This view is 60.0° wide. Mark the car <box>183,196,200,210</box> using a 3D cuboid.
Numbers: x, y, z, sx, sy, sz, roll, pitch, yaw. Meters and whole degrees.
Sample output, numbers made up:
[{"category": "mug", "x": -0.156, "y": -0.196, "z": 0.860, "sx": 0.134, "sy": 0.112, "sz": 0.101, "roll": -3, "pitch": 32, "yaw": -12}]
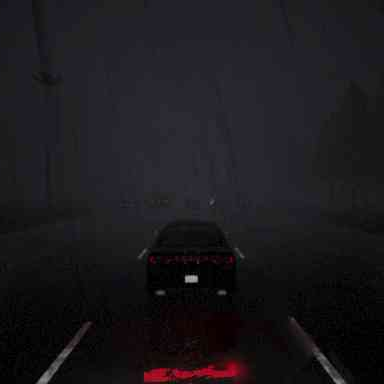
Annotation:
[{"category": "car", "x": -0.073, "y": 1.466, "z": 39.452, "sx": 1.994, "sy": 1.385, "sz": 4.181, "roll": 0, "pitch": 0, "yaw": 0}]

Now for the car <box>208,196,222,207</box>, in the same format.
[{"category": "car", "x": 3.404, "y": 1.404, "z": 49.293, "sx": 1.812, "sy": 1.442, "sz": 4.674, "roll": 0, "pitch": 0, "yaw": 0}]

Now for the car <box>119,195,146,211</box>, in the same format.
[{"category": "car", "x": -7.077, "y": 1.452, "z": 38.625, "sx": 2.033, "sy": 1.411, "sz": 5.357, "roll": 0, "pitch": 0, "yaw": 0}]

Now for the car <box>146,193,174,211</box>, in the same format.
[{"category": "car", "x": -3.577, "y": 1.125, "z": 38.694, "sx": 2.150, "sy": 2.045, "sz": 5.566, "roll": 0, "pitch": 0, "yaw": 0}]

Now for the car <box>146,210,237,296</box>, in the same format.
[{"category": "car", "x": -0.016, "y": 1.456, "z": 8.635, "sx": 1.882, "sy": 1.535, "sz": 5.008, "roll": 0, "pitch": 0, "yaw": 0}]

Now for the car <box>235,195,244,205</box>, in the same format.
[{"category": "car", "x": 6.904, "y": 1.230, "z": 49.231, "sx": 2.097, "sy": 1.767, "sz": 4.553, "roll": 0, "pitch": 0, "yaw": 0}]

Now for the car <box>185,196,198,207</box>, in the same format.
[{"category": "car", "x": -0.095, "y": 1.383, "z": 49.458, "sx": 1.837, "sy": 1.490, "sz": 4.892, "roll": 0, "pitch": 0, "yaw": 0}]

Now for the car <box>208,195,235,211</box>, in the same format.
[{"category": "car", "x": 3.426, "y": 1.395, "z": 39.078, "sx": 2.128, "sy": 1.511, "sz": 4.902, "roll": 0, "pitch": 0, "yaw": 0}]

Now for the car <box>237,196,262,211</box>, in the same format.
[{"category": "car", "x": 6.924, "y": 1.467, "z": 39.257, "sx": 1.994, "sy": 1.385, "sz": 4.181, "roll": 0, "pitch": 0, "yaw": 0}]
